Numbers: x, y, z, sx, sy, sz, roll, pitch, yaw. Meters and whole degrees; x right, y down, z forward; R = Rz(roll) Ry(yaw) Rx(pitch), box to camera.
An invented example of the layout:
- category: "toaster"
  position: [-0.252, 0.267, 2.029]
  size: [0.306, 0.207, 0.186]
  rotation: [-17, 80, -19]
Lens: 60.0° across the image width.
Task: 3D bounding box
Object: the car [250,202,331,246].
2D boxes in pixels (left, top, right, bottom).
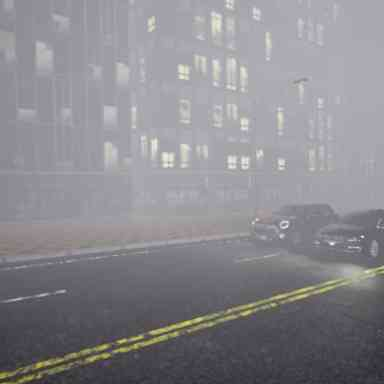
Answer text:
- category: "car"
  position: [4.774, 1.288, 15.068]
  size: [4.553, 1.767, 2.097]
  rotation: [0, 0, -35]

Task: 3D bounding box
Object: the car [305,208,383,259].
- category: "car"
  position: [6.588, 1.441, 12.370]
  size: [4.892, 1.490, 1.837]
  rotation: [0, 0, -35]
